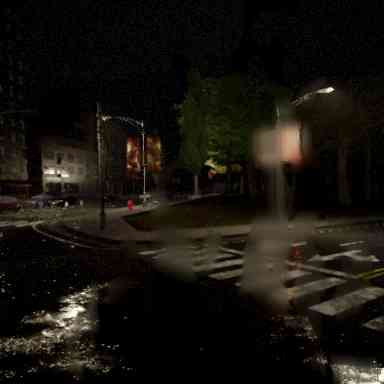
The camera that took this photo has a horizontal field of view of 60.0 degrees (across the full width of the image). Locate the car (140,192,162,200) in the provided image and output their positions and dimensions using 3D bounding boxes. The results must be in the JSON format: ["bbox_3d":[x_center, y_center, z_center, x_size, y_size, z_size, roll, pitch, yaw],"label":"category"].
[{"bbox_3d":[-6.902,0.667,54.146,1.895,1.301,4.718,-1,0,10],"label":"car"}]

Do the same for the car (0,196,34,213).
[{"bbox_3d":[-15.140,1.027,25.900,2.033,1.411,5.357,-1,1,10],"label":"car"}]

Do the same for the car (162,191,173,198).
[{"bbox_3d":[-5.078,0.496,65.470,2.033,1.411,5.357,-1,0,10],"label":"car"}]

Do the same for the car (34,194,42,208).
[{"bbox_3d":[-16.537,0.965,36.844,2.033,1.411,5.357,-1,0,10],"label":"car"}]

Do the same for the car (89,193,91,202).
[{"bbox_3d":[-14.770,0.847,47.238,2.033,1.411,5.357,-1,0,10],"label":"car"}]

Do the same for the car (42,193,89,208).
[{"bbox_3d":[-13.437,0.831,35.701,1.882,1.535,5.008,-1,0,10],"label":"car"}]

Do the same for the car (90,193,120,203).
[{"bbox_3d":[-11.703,0.838,45.883,1.895,1.301,4.718,-1,0,10],"label":"car"}]
